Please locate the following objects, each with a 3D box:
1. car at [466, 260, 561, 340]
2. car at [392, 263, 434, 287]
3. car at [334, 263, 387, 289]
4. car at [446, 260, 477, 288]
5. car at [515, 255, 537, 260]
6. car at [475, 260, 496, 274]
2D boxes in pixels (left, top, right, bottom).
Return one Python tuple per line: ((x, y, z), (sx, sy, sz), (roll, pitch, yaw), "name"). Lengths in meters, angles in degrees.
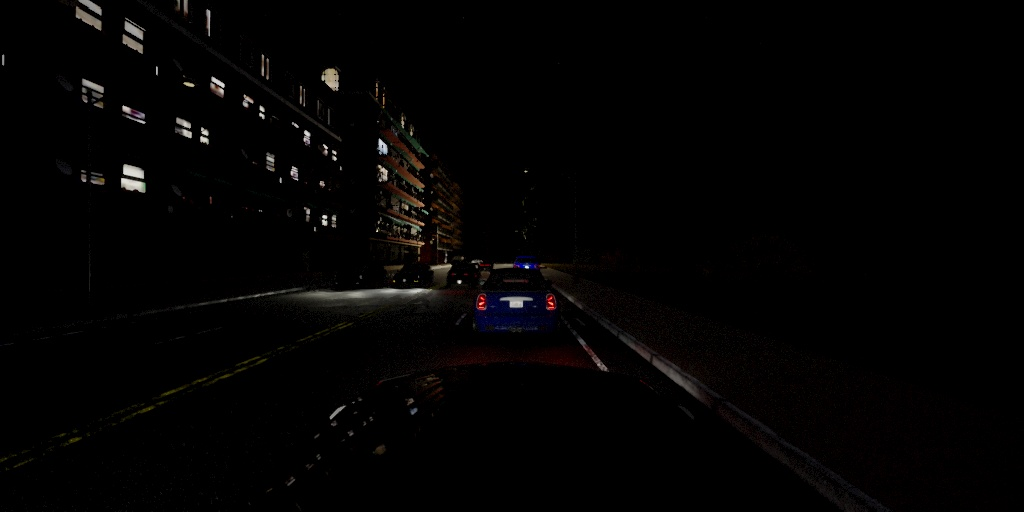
((0.103, 1.103, 10.177), (2.097, 1.767, 4.553), (0, 0, 0), "car")
((-6.591, 1.257, 24.389), (1.837, 1.490, 4.892), (0, 0, 0), "car")
((-9.840, 1.230, 23.661), (1.882, 1.535, 5.008), (0, 0, 0), "car")
((-3.140, 1.259, 23.841), (1.837, 1.490, 4.892), (0, 1, 0), "car")
((1.151, 0.978, 30.130), (2.150, 2.045, 5.566), (0, 0, 0), "car")
((-3.129, 1.243, 43.161), (2.128, 1.511, 4.902), (0, 0, 0), "car")
